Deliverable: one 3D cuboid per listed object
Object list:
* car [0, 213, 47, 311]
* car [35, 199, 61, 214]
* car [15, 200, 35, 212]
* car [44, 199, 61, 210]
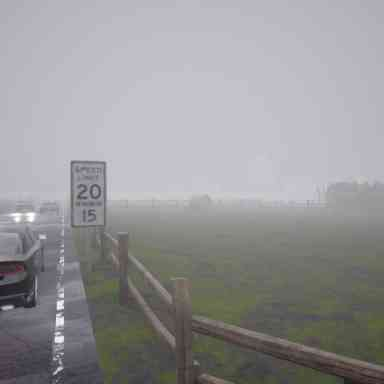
[{"bbox_3d":[-4.444,1.481,7.521,1.882,1.535,5.008,0,0,-21],"label":"car"},{"bbox_3d":[-15.153,1.495,35.531,2.128,1.511,4.902,0,0,-21],"label":"car"},{"bbox_3d":[-19.627,1.623,39.366,1.895,1.301,4.718,0,0,-21],"label":"car"},{"bbox_3d":[-18.948,1.604,45.269,1.895,1.301,4.718,0,0,-21],"label":"car"}]
